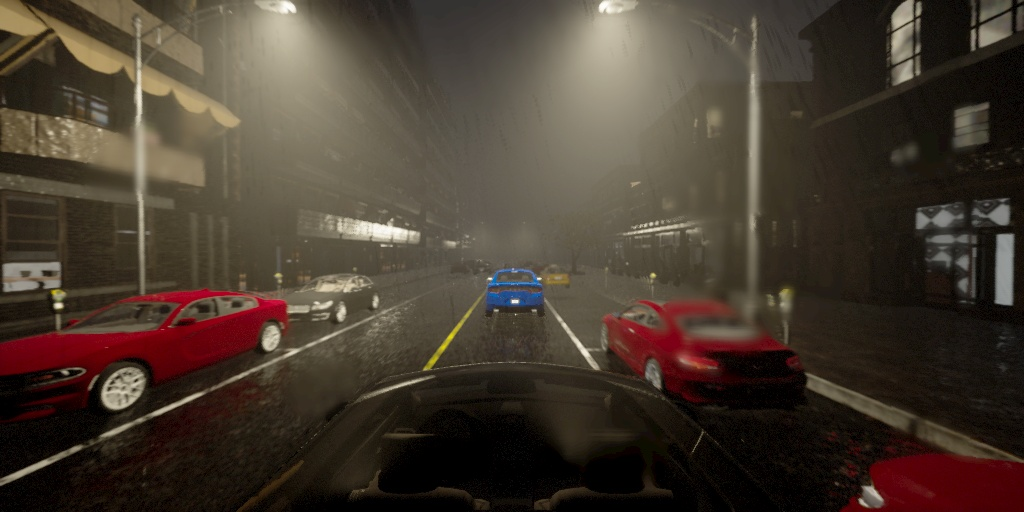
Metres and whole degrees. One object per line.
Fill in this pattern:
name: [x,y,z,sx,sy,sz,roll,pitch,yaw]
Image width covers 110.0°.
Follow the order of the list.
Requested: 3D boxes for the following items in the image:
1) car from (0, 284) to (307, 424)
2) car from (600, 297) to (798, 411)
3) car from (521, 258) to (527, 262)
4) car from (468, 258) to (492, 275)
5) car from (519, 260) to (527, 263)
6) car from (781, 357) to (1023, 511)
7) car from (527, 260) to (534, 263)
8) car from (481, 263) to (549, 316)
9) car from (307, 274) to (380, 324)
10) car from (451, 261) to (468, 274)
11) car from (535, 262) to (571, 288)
car: [-5.693,1.288,5.961,1.888,1.381,4.507,0,0,0]
car: [2.688,1.325,5.934,1.802,1.307,4.207,0,0,0]
car: [2.678,1.249,57.031,1.802,1.307,4.207,0,0,0]
car: [-3.018,1.187,38.206,2.128,1.511,4.902,0,0,0]
car: [0.094,1.303,32.599,1.895,1.301,4.718,0,0,0]
car: [2.689,1.334,0.257,1.802,1.307,4.207,0,0,0]
car: [2.682,1.245,34.321,1.888,1.381,4.507,0,0,0]
car: [0.097,1.209,13.243,1.882,1.535,5.008,0,0,0]
car: [-5.694,1.285,11.639,2.007,1.370,4.403,0,0,0]
car: [-5.700,1.237,40.026,1.888,1.381,4.507,0,0,0]
car: [2.685,1.242,23.136,1.751,1.417,4.829,0,0,0]
